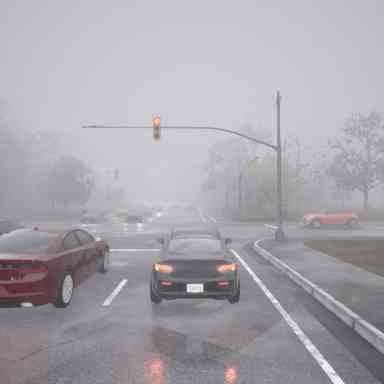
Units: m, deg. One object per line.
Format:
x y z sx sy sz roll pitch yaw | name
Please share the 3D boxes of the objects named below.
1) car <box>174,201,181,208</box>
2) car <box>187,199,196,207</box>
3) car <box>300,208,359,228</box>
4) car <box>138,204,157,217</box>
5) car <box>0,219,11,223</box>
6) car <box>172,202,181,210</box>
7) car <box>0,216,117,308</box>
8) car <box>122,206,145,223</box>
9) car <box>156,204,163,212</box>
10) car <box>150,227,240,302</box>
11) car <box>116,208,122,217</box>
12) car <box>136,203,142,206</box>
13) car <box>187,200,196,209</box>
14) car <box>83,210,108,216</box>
-3.774 3.228 86.907 1.812 1.442 4.674 0 0 -4 | car
-0.265 2.895 87.032 2.097 1.767 4.553 0 0 -4 | car
11.753 2.164 28.687 4.553 1.767 2.097 0 -3 -2 | car
-7.198 3.187 53.257 1.882 1.535 5.008 0 -1 0 | car
-7.109 1.671 11.344 1.812 1.442 4.674 0 -1 0 | car
-3.653 3.358 76.996 1.895 1.301 4.718 0 0 0 | car
-3.433 1.556 8.141 1.882 1.535 5.008 0 -1 0 | car
-6.580 2.692 37.854 1.882 1.535 5.008 0 -3 -8 | car
-7.138 3.315 68.367 2.128 1.511 4.902 0 1 0 | car
0.064 1.606 8.286 1.812 1.442 4.674 0 -1 0 | car
-10.698 3.181 52.944 1.882 1.535 5.008 0 -1 0 | car
-10.636 3.169 68.235 2.097 1.767 4.553 0 0 0 | car
-0.154 3.305 77.298 1.994 1.385 4.181 0 0 0 | car
-10.673 2.713 36.705 2.033 1.411 5.357 0 -3 0 | car
